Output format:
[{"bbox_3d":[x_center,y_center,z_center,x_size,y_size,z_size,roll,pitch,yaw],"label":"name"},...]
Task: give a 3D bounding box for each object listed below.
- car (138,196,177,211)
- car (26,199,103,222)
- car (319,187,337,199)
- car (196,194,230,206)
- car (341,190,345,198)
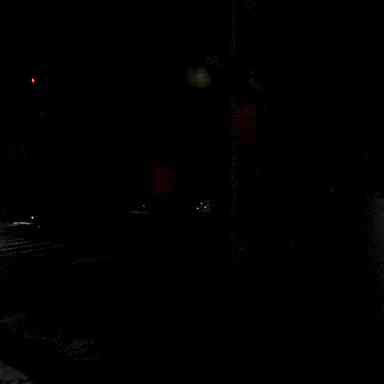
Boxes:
[{"bbox_3d":[-3.286,1.090,32.221,1.994,1.385,4.181,0,1,35],"label":"car"},{"bbox_3d":[-8.988,1.249,24.050,2.033,1.411,5.357,0,1,35],"label":"car"},{"bbox_3d":[24.948,0.106,61.049,2.150,2.045,5.566,0,1,35],"label":"car"},{"bbox_3d":[2.656,0.896,40.739,2.033,1.411,5.357,0,1,36],"label":"car"},{"bbox_3d":[28.200,0.379,60.022,1.837,1.490,4.892,0,1,34],"label":"car"}]
